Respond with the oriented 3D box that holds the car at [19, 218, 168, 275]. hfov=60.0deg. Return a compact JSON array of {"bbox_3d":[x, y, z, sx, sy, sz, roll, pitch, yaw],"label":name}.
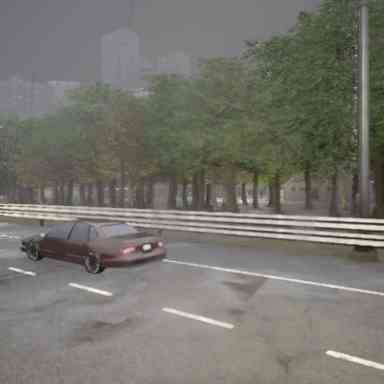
[{"bbox_3d":[-3.272,1.551,10.498,5.357,1.411,2.033,0,0,36],"label":"car"}]
